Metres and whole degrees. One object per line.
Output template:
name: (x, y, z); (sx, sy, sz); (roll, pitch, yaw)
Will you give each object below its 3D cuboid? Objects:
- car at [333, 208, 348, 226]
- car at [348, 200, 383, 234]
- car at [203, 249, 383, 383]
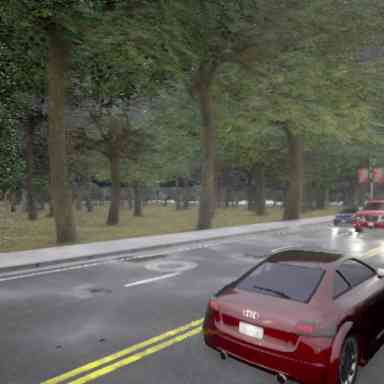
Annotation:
car: (12.897, 1.934, 26.525); (1.812, 1.442, 4.674); (-2, -2, 44)
car: (12.092, 1.524, 20.983); (2.150, 2.045, 5.566); (-2, -2, 44)
car: (2.097, 1.659, 5.490); (1.994, 1.385, 4.181); (-2, -2, 44)
